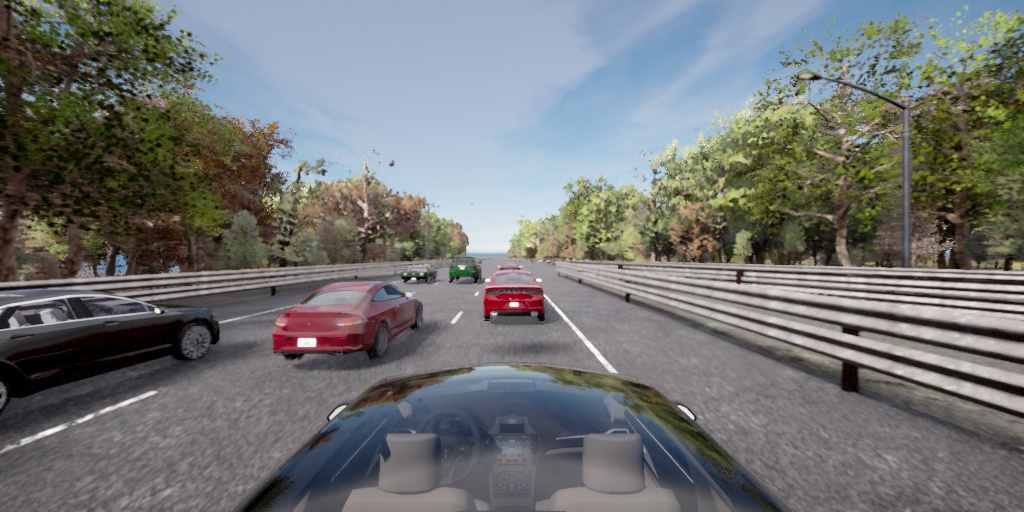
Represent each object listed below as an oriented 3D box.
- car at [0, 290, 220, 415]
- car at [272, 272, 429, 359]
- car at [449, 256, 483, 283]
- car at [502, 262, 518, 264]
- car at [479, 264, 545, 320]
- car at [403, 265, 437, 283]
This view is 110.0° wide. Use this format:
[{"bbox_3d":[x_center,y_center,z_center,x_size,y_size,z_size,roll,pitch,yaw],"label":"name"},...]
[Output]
[{"bbox_3d":[-6.913,1.244,5.364,2.128,1.511,4.902,0,0,0],"label":"car"},{"bbox_3d":[-3.424,1.277,8.274,1.812,1.442,4.674,0,0,0],"label":"car"},{"bbox_3d":[-3.649,0.984,28.671,2.150,2.045,5.566,0,0,-1],"label":"car"},{"bbox_3d":[-0.192,1.241,30.901,1.882,1.535,5.008,0,0,-1],"label":"car"},{"bbox_3d":[0.050,1.228,12.676,1.882,1.535,5.008,0,0,0],"label":"car"},{"bbox_3d":[-7.140,1.365,28.126,1.895,1.301,4.718,0,0,-1],"label":"car"}]
